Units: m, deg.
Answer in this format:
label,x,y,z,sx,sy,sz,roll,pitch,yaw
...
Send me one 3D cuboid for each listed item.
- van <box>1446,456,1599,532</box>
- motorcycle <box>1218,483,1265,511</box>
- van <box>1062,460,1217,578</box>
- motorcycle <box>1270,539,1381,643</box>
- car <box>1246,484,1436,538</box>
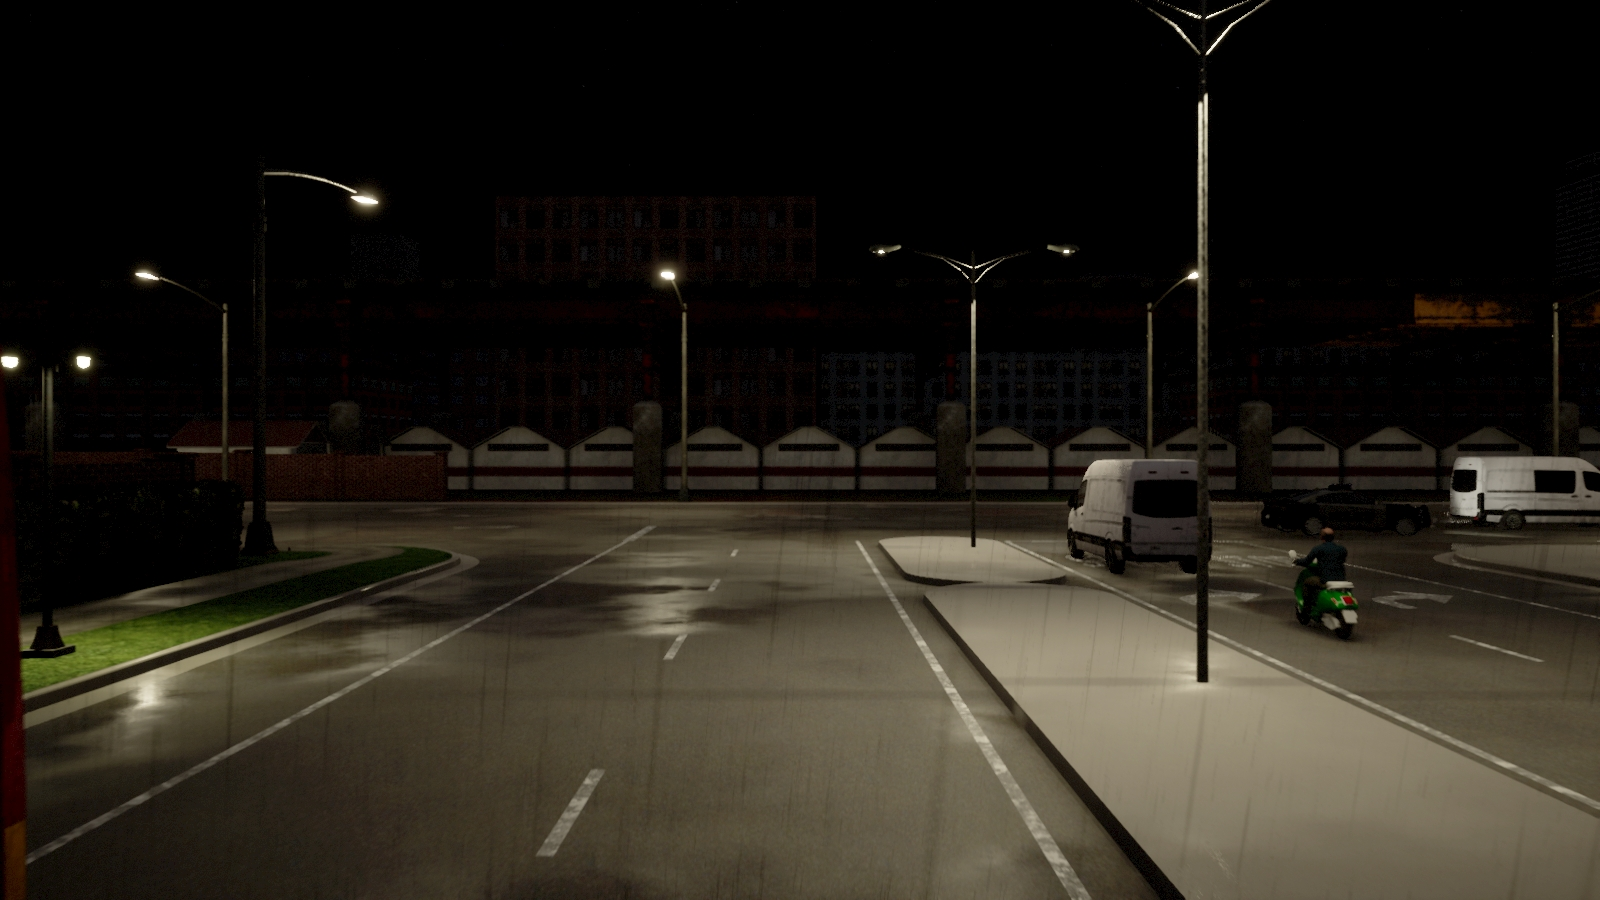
label,x,y,z,sx,sy,sz,roll,pitch,yaw
van,26.140,1.505,39.985,5.915,2.561,1.988,0,0,1
motorcycle,20.024,2.144,51.893,1.805,1.236,0.856,0,0,0
van,8.000,1.511,27.593,1.988,2.561,5.915,0,0,0
motorcycle,7.983,2.115,17.438,0.856,1.341,1.805,0,1,0
car,17.635,1.955,37.384,5.238,1.638,2.097,0,0,-3
